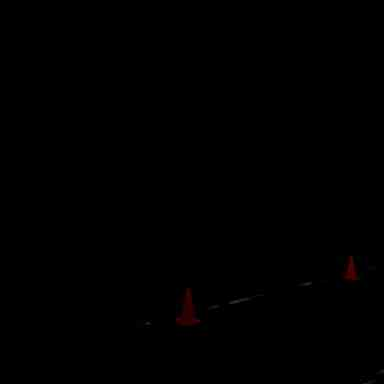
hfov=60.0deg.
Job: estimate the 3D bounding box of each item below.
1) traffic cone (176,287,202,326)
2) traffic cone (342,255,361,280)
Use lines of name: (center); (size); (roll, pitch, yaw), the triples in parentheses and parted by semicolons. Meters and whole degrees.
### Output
traffic cone: (-0.057, 1.947, 5.768); (0.340, 0.580, 0.340); (0, 0, -35)
traffic cone: (4.119, 1.940, 8.603); (0.340, 0.580, 0.340); (0, 0, -34)
